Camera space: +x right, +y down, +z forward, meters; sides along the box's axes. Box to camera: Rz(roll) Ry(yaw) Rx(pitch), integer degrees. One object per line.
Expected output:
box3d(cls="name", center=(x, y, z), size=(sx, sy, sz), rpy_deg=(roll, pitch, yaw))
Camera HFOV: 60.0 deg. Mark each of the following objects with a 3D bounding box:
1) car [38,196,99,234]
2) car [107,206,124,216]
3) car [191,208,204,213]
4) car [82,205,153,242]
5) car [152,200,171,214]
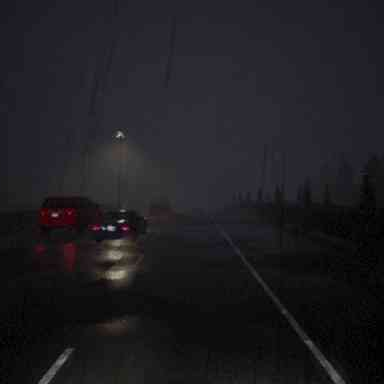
box3d(cls="car", center=(-6.900, 1.252, 19.440), size=(2.150, 2.045, 5.566), rpy_deg=(0, 0, 0))
box3d(cls="car", center=(-14.032, 3.523, 61.311), size=(1.837, 1.490, 4.892), rpy_deg=(0, -6, 1))
box3d(cls="car", center=(1.224, 3.816, 64.034), size=(1.837, 1.490, 4.892), rpy_deg=(0, -6, 0))
box3d(cls="car", center=(-3.401, 1.572, 16.385), size=(2.033, 1.411, 5.357), rpy_deg=(0, 0, 0))
box3d(cls="car", center=(-3.400, 1.653, 36.496), size=(2.128, 1.511, 4.902), rpy_deg=(0, -2, 0))
